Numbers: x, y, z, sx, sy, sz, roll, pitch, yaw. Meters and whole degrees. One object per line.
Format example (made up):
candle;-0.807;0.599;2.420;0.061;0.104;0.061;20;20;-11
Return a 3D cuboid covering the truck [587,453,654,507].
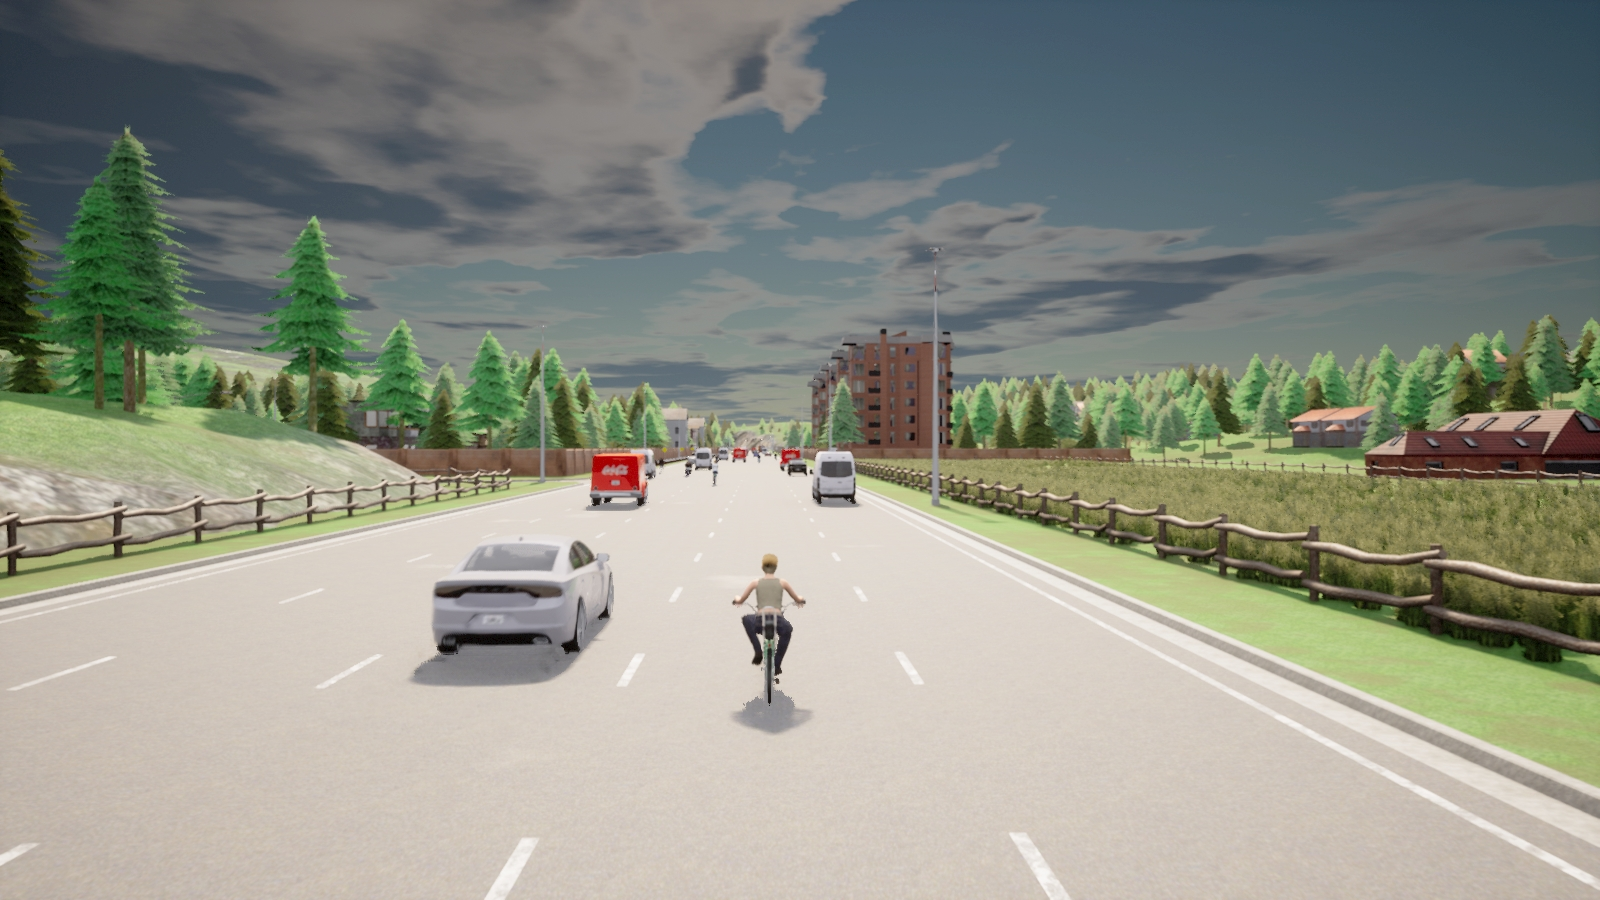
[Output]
truck;-8.709;1.413;55.907;2.627;2.467;5.204;0;0;-2

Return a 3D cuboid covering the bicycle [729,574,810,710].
bicycle;-0.346;2.118;12.896;0.859;1.276;1.487;0;0;-2

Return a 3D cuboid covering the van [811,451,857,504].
van;1.696;1.368;59.009;1.988;2.561;5.915;0;0;-2

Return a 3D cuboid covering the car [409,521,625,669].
car;-3.962;1.983;16.956;2.097;1.535;5.006;0;0;-2
